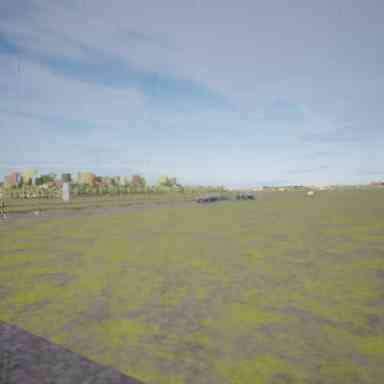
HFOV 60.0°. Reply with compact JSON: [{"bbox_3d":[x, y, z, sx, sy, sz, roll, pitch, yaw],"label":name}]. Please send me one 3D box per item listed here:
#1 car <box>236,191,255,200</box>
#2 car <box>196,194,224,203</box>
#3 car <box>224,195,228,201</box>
[{"bbox_3d":[10.340,0.671,64.046,2.097,1.767,4.553,-1,0,35],"label":"car"},{"bbox_3d":[2.725,1.133,53.181,1.895,1.301,4.718,-1,0,35],"label":"car"},{"bbox_3d":[4.632,1.022,60.720,2.033,1.411,5.357,-1,0,36],"label":"car"}]
